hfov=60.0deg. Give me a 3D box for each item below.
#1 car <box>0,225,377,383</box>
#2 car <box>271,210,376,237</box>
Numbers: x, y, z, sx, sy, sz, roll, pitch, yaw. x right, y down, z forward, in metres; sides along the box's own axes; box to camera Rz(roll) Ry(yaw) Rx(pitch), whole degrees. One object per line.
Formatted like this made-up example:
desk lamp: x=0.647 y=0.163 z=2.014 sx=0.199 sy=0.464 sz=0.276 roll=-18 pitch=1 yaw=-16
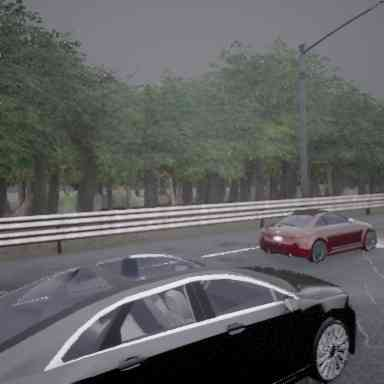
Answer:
car: x=-0.155 y=1.433 z=3.591 sx=4.902 sy=1.511 sz=2.128 roll=-2 pitch=1 yaw=-35
car: x=4.169 y=1.277 z=10.861 sx=4.181 sy=1.385 sz=1.994 roll=-2 pitch=1 yaw=-34
